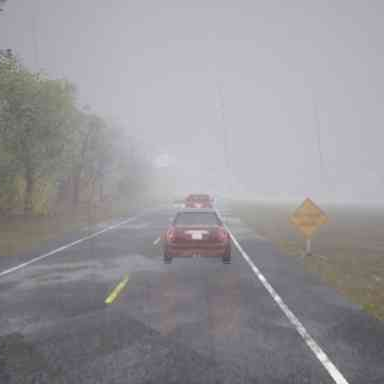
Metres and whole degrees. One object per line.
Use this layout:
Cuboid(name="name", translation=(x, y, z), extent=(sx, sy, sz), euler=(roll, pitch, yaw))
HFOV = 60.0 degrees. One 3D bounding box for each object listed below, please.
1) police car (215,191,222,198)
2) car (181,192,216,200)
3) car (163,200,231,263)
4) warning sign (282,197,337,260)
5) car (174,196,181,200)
Cuboid(name="police car", translation=(6.027, 0.902, 87.088), extent=(1.930, 1.638, 5.238), euler=(0, 0, 6))
Cuboid(name="car", translation=(0.590, 1.121, 26.787), extent=(2.150, 2.045, 5.566), euler=(0, 1, 2))
Cuboid(name="car", translation=(0.198, 1.329, 12.015), extent=(2.097, 1.767, 4.553), euler=(0, 0, 1))
Cuboid(name="warning sign", translation=(3.629, 1.099, 10.399), extent=(1.300, 1.860, 1.060), euler=(-1, 0, 1))
Cuboid(name="car", translation=(-1.722, 1.262, 52.325), extent=(2.033, 1.411, 5.357), euler=(0, 0, 4))
